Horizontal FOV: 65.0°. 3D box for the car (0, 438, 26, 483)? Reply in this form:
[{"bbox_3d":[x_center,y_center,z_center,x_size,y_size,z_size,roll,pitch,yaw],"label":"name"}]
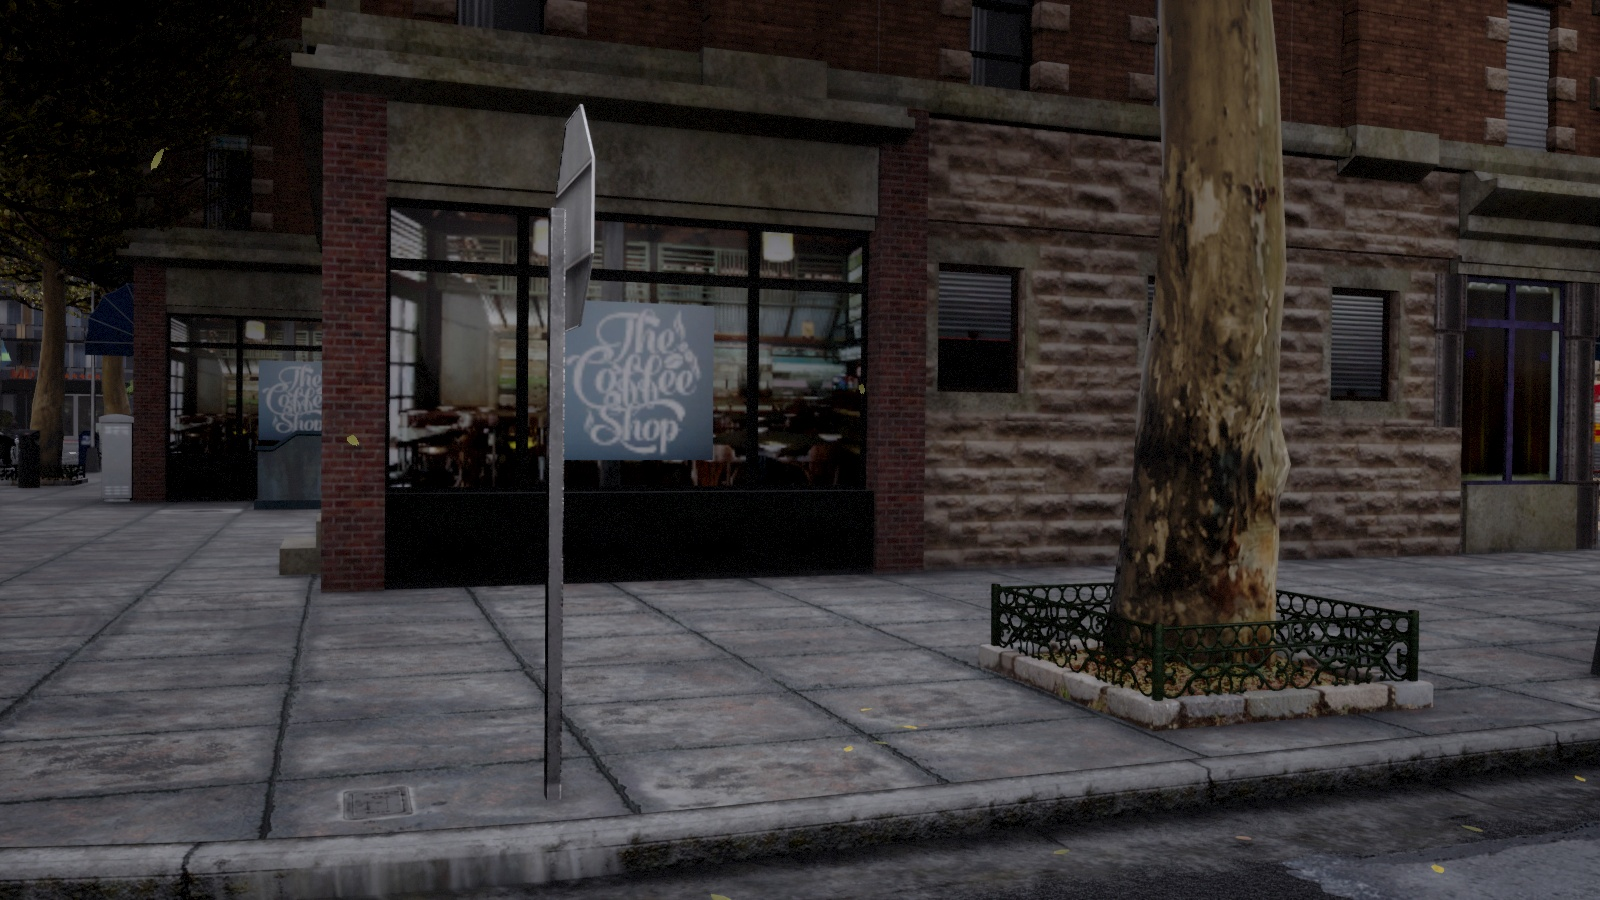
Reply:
[{"bbox_3d":[-28.310,0.361,42.995,2.128,1.511,4.902,-1,1,-20],"label":"car"}]

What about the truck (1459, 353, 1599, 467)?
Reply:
[{"bbox_3d":[27.731,-1.382,44.022,2.891,3.827,8.468,-1,1,-20],"label":"truck"}]
